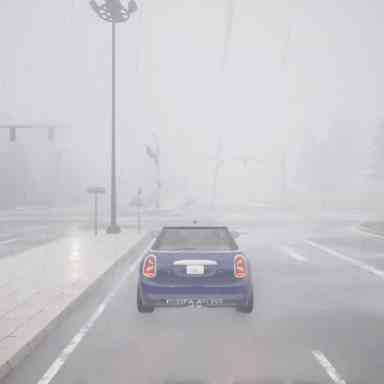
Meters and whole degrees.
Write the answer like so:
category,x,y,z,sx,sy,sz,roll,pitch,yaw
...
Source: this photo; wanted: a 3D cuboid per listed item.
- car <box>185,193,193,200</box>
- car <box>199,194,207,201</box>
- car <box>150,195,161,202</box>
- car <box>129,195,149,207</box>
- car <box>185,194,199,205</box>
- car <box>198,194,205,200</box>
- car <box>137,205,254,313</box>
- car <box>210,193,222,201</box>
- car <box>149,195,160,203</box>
category,x,y,z,sx,sy,sz,roll,pitch,yaw
car,-0.814,1.187,95.506,2.150,2.045,5.566,0,0,-1
car,2.851,1.511,85.208,1.812,1.442,4.674,0,0,-1
car,-8.546,1.538,78.690,2.033,1.411,5.357,0,0,-1
car,-8.201,1.546,49.964,2.033,1.411,5.357,0,0,-1
car,-0.161,1.524,54.646,1.812,1.442,4.674,0,0,-1
car,2.686,1.440,95.532,1.882,1.535,5.008,0,0,-1
car,0.071,1.352,7.826,2.097,1.767,4.553,0,0,0
car,6.356,1.213,84.937,2.150,2.045,5.566,0,0,-1
car,-8.385,1.349,67.938,2.097,1.767,4.553,0,0,-1
